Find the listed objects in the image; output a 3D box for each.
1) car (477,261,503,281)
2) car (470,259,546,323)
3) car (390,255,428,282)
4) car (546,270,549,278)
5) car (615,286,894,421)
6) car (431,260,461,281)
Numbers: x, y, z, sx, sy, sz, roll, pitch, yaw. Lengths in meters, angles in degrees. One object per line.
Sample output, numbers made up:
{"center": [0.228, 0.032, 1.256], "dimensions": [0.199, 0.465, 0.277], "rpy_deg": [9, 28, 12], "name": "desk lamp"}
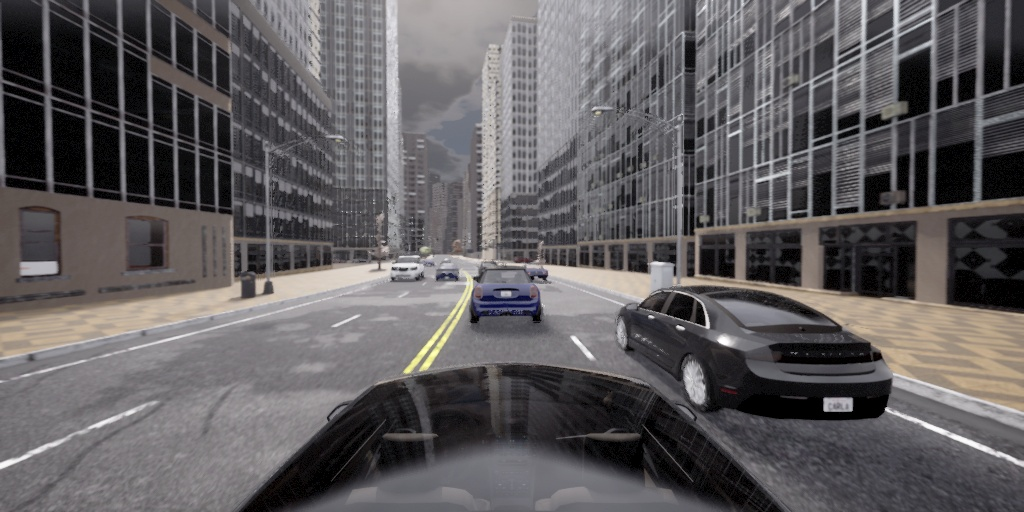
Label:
{"center": [-1.992, 1.224, 30.992], "dimensions": [1.837, 1.490, 4.892], "rpy_deg": [0, 0, -8], "name": "car"}
{"center": [-0.270, 1.094, 12.315], "dimensions": [2.097, 1.767, 4.553], "rpy_deg": [0, 0, -3], "name": "car"}
{"center": [-8.579, 0.968, 29.846], "dimensions": [2.150, 2.045, 5.566], "rpy_deg": [0, 0, -8], "name": "car"}
{"center": [1.553, 1.311, 29.048], "dimensions": [1.895, 1.301, 4.718], "rpy_deg": [0, 0, -7], "name": "car"}
{"center": [3.224, 1.245, 6.020], "dimensions": [1.837, 1.490, 4.892], "rpy_deg": [0, 0, -1], "name": "car"}
{"center": [-5.297, 1.281, 29.918], "dimensions": [2.033, 1.411, 5.357], "rpy_deg": [0, 0, -7], "name": "car"}
